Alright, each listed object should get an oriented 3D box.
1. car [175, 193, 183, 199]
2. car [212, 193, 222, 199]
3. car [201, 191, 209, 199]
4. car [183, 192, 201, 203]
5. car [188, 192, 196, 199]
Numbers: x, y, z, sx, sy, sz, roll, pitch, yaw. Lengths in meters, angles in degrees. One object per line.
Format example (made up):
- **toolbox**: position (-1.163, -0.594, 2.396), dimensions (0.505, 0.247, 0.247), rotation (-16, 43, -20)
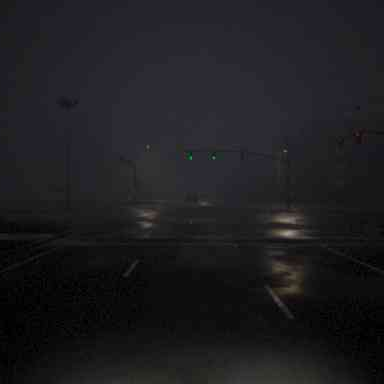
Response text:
- **car**: position (-3.524, 1.143, 89.759), dimensions (1.895, 1.301, 4.718), rotation (0, 0, 0)
- **car**: position (6.976, 1.143, 89.764), dimensions (1.895, 1.301, 4.718), rotation (0, 0, 0)
- **car**: position (3.476, 1.050, 89.315), dimensions (1.837, 1.490, 4.892), rotation (0, 0, 0)
- **car**: position (-0.010, 1.053, 59.489), dimensions (2.097, 1.767, 4.553), rotation (0, 0, 0)
- **car**: position (-0.024, 0.903, 89.699), dimensions (2.097, 1.767, 4.553), rotation (0, 0, 0)
